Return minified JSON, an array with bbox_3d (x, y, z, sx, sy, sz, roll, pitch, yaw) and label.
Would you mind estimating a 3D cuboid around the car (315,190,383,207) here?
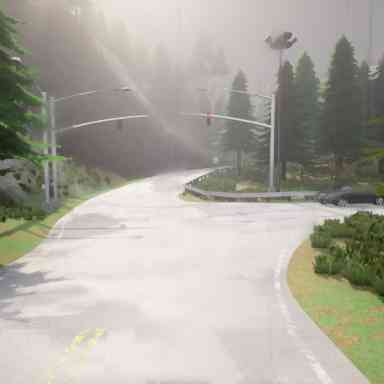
[{"bbox_3d":[10.604,0.149,22.079,4.892,1.490,1.837,-1,5,-13],"label":"car"}]
